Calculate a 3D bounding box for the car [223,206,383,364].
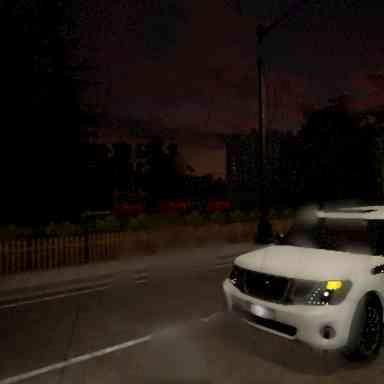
[{"bbox_3d":[3.129,1.332,6.420,5.566,2.045,2.150,0,-2,-38],"label":"car"}]
